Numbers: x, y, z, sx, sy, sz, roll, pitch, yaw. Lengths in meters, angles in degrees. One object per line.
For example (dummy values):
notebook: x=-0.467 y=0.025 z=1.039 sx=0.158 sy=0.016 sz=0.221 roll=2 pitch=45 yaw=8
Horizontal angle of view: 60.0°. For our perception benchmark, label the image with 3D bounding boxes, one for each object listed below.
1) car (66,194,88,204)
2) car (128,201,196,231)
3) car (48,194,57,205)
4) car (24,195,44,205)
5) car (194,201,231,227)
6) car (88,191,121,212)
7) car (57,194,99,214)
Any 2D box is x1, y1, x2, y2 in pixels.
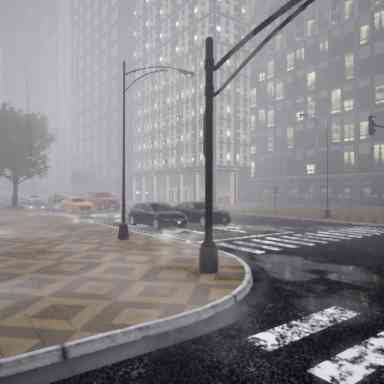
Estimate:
car: x=-18.260 y=1.052 z=52.672 sx=1.882 sy=1.535 sz=5.008 roll=0 pitch=0 yaw=-37
car: x=-2.128 y=1.356 z=19.792 sx=1.837 sy=1.490 sz=4.892 roll=0 pitch=1 yaw=-37
car: x=-19.926 y=1.057 z=49.298 sx=1.882 sy=1.535 sz=5.008 roll=0 pitch=0 yaw=-37
car: x=-22.533 y=1.107 z=47.357 sx=1.812 sy=1.442 sz=4.674 roll=0 pitch=0 yaw=-37
car: x=0.445 y=1.344 z=21.780 sx=1.882 sy=1.535 sz=5.008 roll=0 pitch=0 yaw=-37
car: x=-9.518 y=0.951 z=35.164 sx=2.150 sy=2.045 sz=5.566 roll=0 pitch=0 yaw=-37
car: x=-10.959 y=1.210 z=31.655 sx=1.882 sy=1.535 sz=5.008 roll=0 pitch=0 yaw=-37
